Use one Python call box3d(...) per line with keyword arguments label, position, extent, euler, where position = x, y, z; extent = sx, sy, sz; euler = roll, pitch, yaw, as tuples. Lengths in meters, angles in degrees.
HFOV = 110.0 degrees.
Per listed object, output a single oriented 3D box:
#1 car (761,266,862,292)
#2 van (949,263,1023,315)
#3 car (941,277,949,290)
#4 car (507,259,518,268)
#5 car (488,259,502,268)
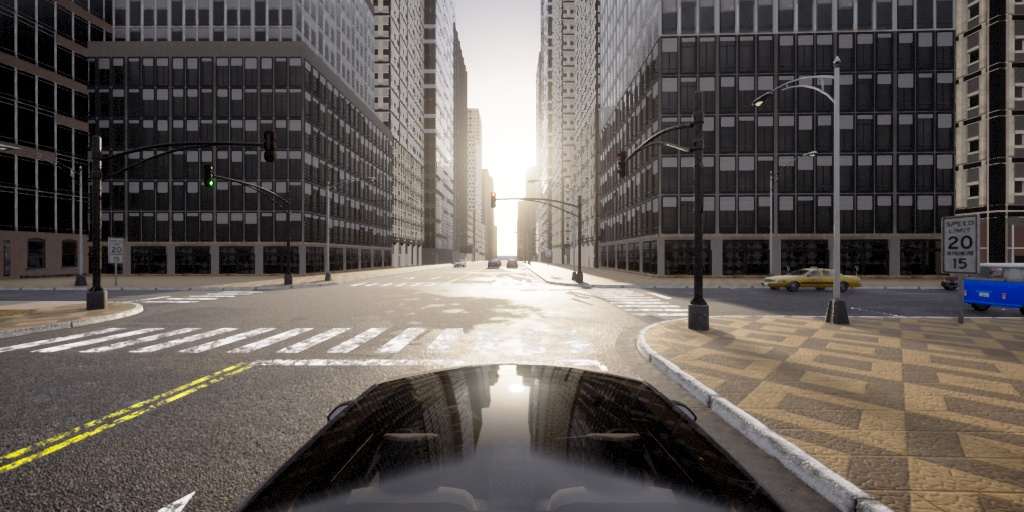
box3d(label="car", position=(17.099, 1.292, 20.646), extent=(4.829, 1.417, 1.751), euler=(0, 0, 2))
box3d(label="van", position=(18.365, 1.119, 12.474), extent=(3.998, 1.789, 1.690), euler=(0, 0, 2))
box3d(label="car", position=(26.933, 1.356, 20.155), extent=(4.207, 1.307, 1.802), euler=(0, 0, 2))
box3d(label="car", position=(0.039, 1.424, 63.657), extent=(1.994, 1.385, 4.181), euler=(0, 0, 0))
box3d(label="car", position=(-3.212, 1.334, 62.826), extent=(1.882, 1.535, 5.008), euler=(0, 0, 0))
